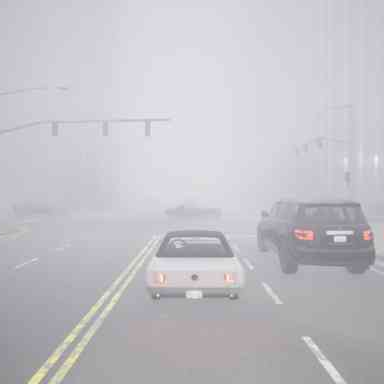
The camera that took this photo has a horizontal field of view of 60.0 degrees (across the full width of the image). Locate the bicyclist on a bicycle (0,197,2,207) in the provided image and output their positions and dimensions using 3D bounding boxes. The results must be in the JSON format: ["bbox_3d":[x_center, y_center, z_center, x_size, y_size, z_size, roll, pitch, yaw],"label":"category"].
[{"bbox_3d":[-26.356,1.300,45.380,0.582,1.620,1.656,0,0,0],"label":"bicyclist on a bicycle"}]

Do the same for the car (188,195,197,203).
[{"bbox_3d":[0.167,1.477,71.266,1.882,1.535,5.008,0,0,0],"label":"car"}]

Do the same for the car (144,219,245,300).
[{"bbox_3d":[0.072,1.601,8.346,1.895,1.301,4.718,0,0,1],"label":"car"}]

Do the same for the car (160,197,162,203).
[{"bbox_3d":[-6.936,1.546,65.737,2.033,1.411,5.357,0,0,1],"label":"car"}]

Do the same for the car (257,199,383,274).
[{"bbox_3d":[3.589,1.222,10.699,2.150,2.045,5.566,0,0,0],"label":"car"}]

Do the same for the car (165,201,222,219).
[{"bbox_3d":[0.147,1.600,27.627,4.718,1.301,1.895,0,0,0],"label":"car"}]

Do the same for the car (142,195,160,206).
[{"bbox_3d":[-7.011,1.351,55.218,2.097,1.767,4.553,0,0,0],"label":"car"}]

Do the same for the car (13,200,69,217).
[{"bbox_3d":[-14.133,1.491,31.255,4.902,1.511,2.128,0,0,-5],"label":"car"}]

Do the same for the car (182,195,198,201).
[{"bbox_3d":[-0.297,1.491,46.109,2.128,1.511,4.902,0,0,9],"label":"car"}]
